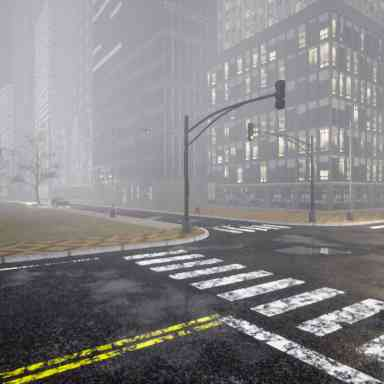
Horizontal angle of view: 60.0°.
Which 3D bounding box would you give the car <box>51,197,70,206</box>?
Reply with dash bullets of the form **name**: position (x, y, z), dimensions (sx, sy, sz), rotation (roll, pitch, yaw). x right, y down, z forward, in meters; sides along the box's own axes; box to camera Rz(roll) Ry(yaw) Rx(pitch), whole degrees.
- **car**: position (-21.594, 1.553, 54.301), dimensions (2.033, 1.411, 5.357), rotation (0, 0, -35)
